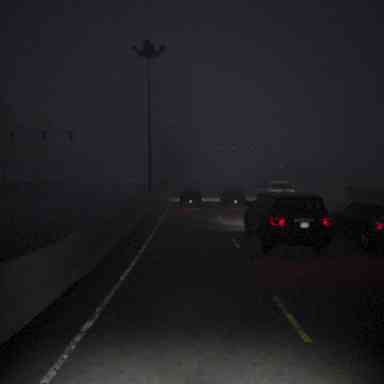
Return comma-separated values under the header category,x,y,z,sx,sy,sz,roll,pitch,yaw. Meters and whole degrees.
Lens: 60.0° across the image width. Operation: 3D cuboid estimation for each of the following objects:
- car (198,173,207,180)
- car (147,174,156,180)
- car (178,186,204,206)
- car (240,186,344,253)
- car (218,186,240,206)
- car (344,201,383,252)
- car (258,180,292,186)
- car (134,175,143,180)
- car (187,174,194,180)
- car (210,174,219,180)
category,x,y,z,sx,sy,sz,roll,pitch,yaw
car,3.036,-4.093,91.030,2.128,1.511,4.902,0,4,0
car,-10.957,-4.029,89.717,1.882,1.535,5.008,0,4,0
car,-0.110,0.293,28.176,1.837,1.490,4.892,0,4,0
car,3.473,0.985,12.988,2.150,2.045,5.566,0,3,0
car,3.390,0.293,28.199,1.837,1.490,4.892,0,4,0
car,6.973,1.116,13.040,2.097,1.767,4.553,0,2,0
car,6.890,0.022,27.908,2.150,2.045,5.566,0,4,0
car,-14.457,-3.953,89.703,1.994,1.385,4.181,0,4,0
car,-0.466,-4.071,91.395,1.994,1.385,4.181,0,4,0
car,6.522,-4.418,93.503,2.097,1.767,4.553,0,4,0
